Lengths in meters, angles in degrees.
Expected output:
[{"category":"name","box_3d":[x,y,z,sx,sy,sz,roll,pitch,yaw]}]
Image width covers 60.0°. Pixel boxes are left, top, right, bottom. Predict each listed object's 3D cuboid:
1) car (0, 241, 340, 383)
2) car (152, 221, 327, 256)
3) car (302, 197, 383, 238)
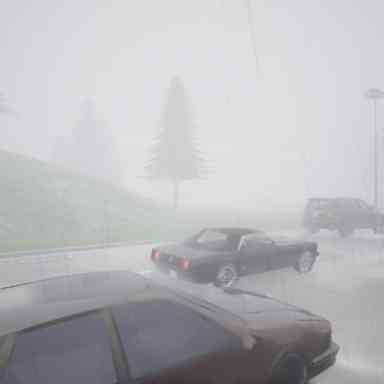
[{"category":"car","box_3d":[-0.866,1.552,3.139,5.357,1.411,2.033,0,0,-35]},{"category":"car","box_3d":[1.377,1.625,9.030,4.718,1.301,1.895,0,0,-36]},{"category":"car","box_3d":[8.422,1.289,18.356,5.566,2.045,2.150,0,0,-36]}]
